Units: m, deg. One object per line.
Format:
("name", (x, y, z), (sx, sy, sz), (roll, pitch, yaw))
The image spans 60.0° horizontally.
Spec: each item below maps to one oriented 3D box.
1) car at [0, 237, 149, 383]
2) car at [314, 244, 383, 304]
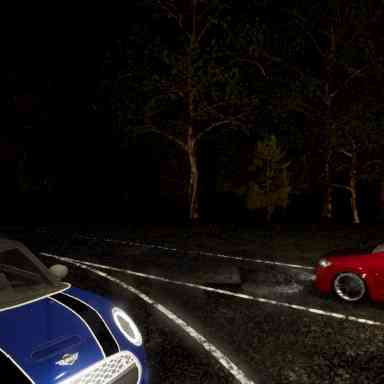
("car", (-2.644, 1.338, 3.762), (4.553, 1.767, 2.097), (1, 0, 35))
("car", (4.733, 1.577, 6.737), (4.181, 1.385, 1.994), (0, 0, 35))
